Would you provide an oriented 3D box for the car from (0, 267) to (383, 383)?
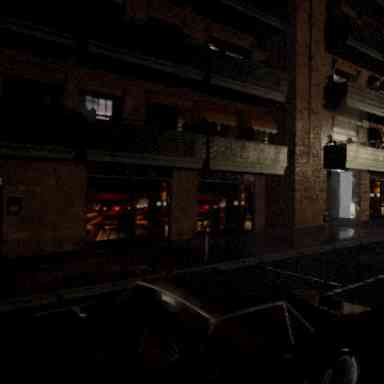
[{"bbox_3d":[-0.113,1.589,3.300,4.718,1.301,1.895,0,0,-36],"label":"car"}]
